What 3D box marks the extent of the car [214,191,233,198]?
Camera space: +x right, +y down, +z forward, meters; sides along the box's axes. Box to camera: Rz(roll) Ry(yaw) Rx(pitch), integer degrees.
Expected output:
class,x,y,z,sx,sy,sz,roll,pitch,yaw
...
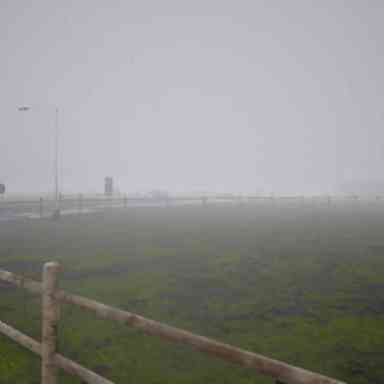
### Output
class,x,y,z,sx,sy,sz,roll,pitch,yaw
car,5.908,0.521,61.606,1.812,1.442,4.674,2,1,34

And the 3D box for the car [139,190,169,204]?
class,x,y,z,sx,sy,sz,roll,pitch,yaw
car,-5.043,0.554,44.058,2.097,1.767,4.553,1,1,30
